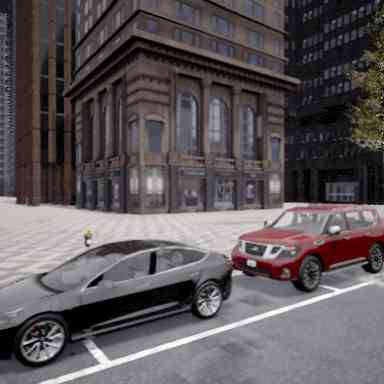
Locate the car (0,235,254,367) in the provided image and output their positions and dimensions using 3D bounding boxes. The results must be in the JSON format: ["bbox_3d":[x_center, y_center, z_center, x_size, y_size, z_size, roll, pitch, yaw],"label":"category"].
[{"bbox_3d":[-1.207,1.565,5.787,4.313,1.339,1.947,0,0,-35],"label":"car"}]

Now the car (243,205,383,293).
[{"bbox_3d":[3.415,1.312,9.083,5.009,1.841,2.192,0,0,-35],"label":"car"}]
